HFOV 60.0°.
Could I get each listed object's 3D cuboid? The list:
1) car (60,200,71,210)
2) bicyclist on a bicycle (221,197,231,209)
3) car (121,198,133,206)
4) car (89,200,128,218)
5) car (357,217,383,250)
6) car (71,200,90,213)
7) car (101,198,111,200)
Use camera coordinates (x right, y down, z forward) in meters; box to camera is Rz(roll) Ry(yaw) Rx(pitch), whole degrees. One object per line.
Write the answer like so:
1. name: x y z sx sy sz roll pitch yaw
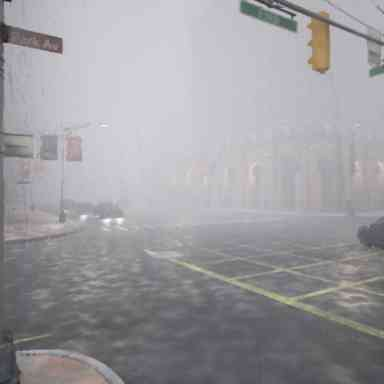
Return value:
1. car: -17.969 1.864 48.633 1.994 1.385 4.181 0 0 -31
2. bicyclist on a bicycle: 4.667 1.489 45.889 1.656 1.620 0.582 0 0 -32
3. car: -11.949 1.848 59.349 1.812 1.442 4.674 0 0 -31
4. car: -8.259 1.750 32.611 1.994 1.385 4.181 0 0 -32
5. car: 7.753 1.570 12.058 2.033 1.411 5.357 0 0 9
6. car: -12.859 1.841 40.124 1.895 1.301 4.718 0 0 -31
7. car: -14.951 1.818 57.354 2.128 1.511 4.902 0 0 -31
